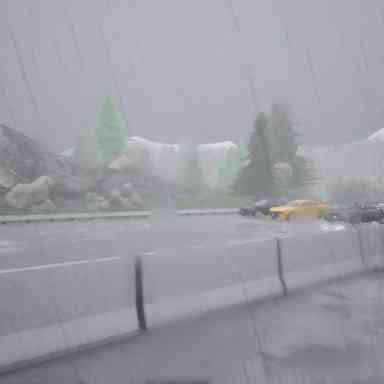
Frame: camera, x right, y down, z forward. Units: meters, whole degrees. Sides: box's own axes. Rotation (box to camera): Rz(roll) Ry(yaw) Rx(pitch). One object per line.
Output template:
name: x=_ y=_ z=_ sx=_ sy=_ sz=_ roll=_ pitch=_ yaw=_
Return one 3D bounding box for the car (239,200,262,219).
car: x=6.308 y=1.341 z=27.962 sx=5.008 sy=1.535 sz=1.882 roll=0 pitch=0 yaw=-27

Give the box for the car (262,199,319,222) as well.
car: x=8.044 y=1.352 z=24.927 sx=5.008 sy=1.535 sz=1.882 roll=0 pitch=0 yaw=-27

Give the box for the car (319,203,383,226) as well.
car: x=11.056 y=1.444 z=22.538 sx=4.181 sy=1.385 sz=1.994 roll=0 pitch=0 yaw=-27
